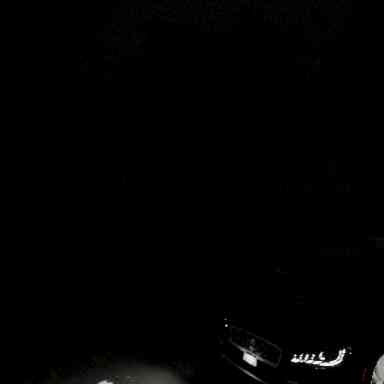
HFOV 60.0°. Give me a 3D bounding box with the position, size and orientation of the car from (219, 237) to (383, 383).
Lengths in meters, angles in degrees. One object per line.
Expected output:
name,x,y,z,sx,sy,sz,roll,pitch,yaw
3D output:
car,2.588,1.496,4.901,4.892,1.490,1.837,0,0,-35
